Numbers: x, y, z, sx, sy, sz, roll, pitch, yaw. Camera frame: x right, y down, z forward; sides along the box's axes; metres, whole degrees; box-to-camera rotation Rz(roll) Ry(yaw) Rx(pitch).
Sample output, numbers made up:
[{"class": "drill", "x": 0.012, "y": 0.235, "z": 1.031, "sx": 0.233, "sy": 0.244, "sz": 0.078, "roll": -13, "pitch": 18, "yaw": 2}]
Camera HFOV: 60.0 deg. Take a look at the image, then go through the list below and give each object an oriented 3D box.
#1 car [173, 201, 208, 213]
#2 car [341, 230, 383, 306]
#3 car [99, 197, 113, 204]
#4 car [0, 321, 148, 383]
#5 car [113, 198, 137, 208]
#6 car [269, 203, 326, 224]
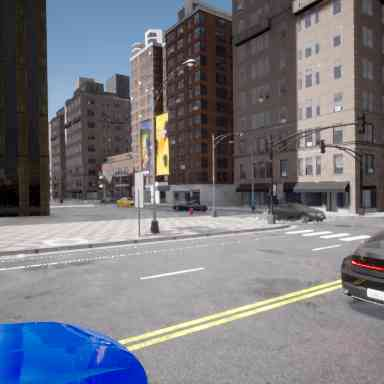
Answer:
[{"class": "car", "x": -0.246, "y": 1.724, "z": 37.956, "sx": 1.895, "sy": 1.301, "sz": 4.718, "roll": -1, "pitch": 1, "yaw": -35}, {"class": "car", "x": 5.114, "y": 1.504, "z": 7.092, "sx": 4.892, "sy": 1.490, "sz": 1.837, "roll": 0, "pitch": 0, "yaw": -36}, {"class": "car", "x": -17.193, "y": 1.740, "z": 67.583, "sx": 2.033, "sy": 1.411, "sz": 5.357, "roll": -1, "pitch": 0, "yaw": -35}, {"class": "car", "x": -2.577, "y": 1.478, "z": 1.603, "sx": 5.008, "sy": 1.535, "sz": 1.882, "roll": 0, "pitch": 0, "yaw": -35}, {"class": "car", "x": -10.127, "y": 1.660, "z": 52.035, "sx": 1.882, "sy": 1.535, "sz": 5.008, "roll": -1, "pitch": 1, "yaw": -35}, {"class": "car", "x": 8.111, "y": 1.589, "z": 26.023, "sx": 1.812, "sy": 1.442, "sz": 4.674, "roll": -1, "pitch": 0, "yaw": -34}]
